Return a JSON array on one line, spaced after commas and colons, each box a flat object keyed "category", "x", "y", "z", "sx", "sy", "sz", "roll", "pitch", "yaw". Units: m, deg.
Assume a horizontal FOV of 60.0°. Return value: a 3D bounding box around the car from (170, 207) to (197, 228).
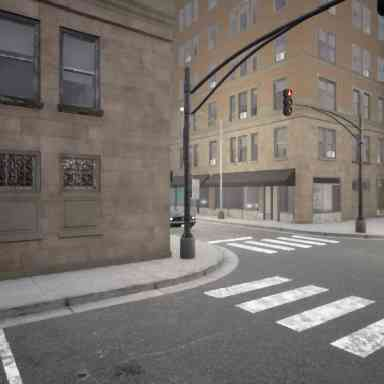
[{"category": "car", "x": -1.760, "y": 1.502, "z": 19.830, "sx": 1.895, "sy": 1.301, "sz": 4.718, "roll": 0, "pitch": 0, "yaw": -36}]
